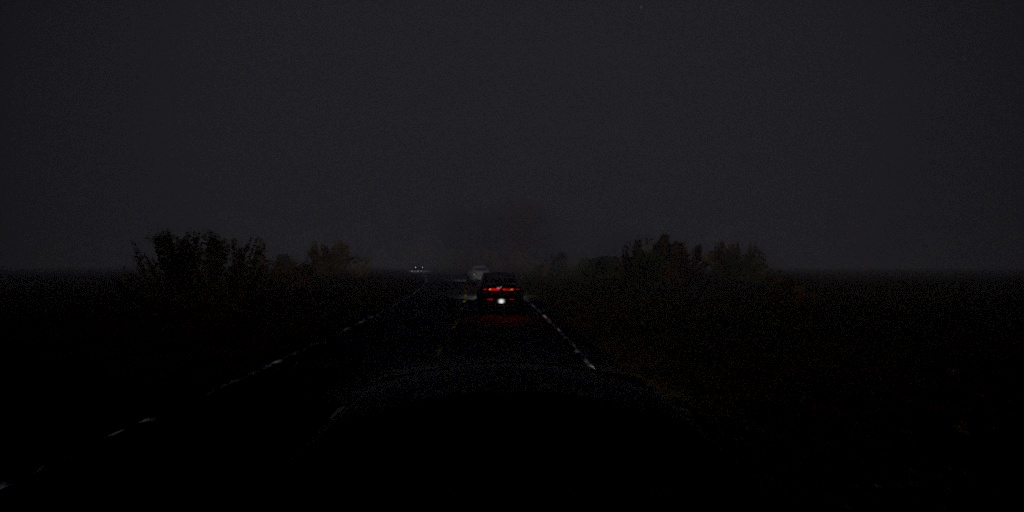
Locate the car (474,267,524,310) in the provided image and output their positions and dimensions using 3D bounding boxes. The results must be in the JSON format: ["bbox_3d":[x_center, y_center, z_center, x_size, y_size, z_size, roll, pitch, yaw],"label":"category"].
[{"bbox_3d":[-0.606,1.402,15.516,1.837,1.490,4.892,0,0,-5],"label":"car"}]

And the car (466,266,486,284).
[{"bbox_3d":[-2.842,1.580,30.895,1.812,1.442,4.674,0,0,-11],"label":"car"}]
